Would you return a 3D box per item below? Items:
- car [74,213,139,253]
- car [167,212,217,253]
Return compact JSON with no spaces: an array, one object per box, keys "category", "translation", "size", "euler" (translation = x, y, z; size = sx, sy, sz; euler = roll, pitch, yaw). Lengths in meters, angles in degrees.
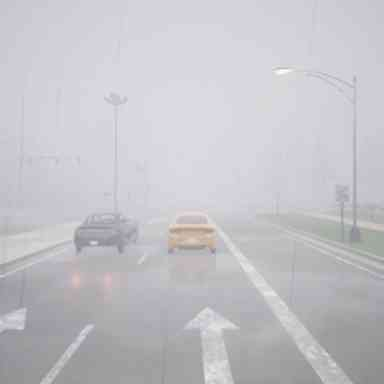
[{"category":"car","translation":[-3.501,1.627,14.292],"size":[2.128,1.511,4.902],"euler":[0,0,0]},{"category":"car","translation":[0.001,1.614,14.473],"size":[1.882,1.535,5.008],"euler":[0,0,0]}]
